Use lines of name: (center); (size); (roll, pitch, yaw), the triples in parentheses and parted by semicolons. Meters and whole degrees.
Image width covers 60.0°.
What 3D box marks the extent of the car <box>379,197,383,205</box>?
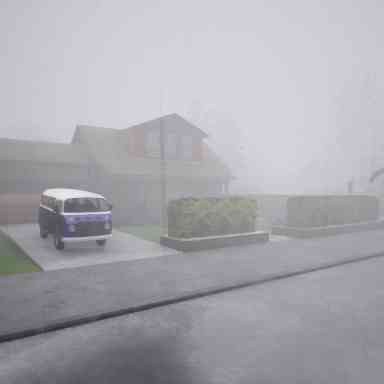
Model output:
car: (24.678, 0.985, 41.429); (3.866, 1.878, 1.905); (0, 0, 0)
